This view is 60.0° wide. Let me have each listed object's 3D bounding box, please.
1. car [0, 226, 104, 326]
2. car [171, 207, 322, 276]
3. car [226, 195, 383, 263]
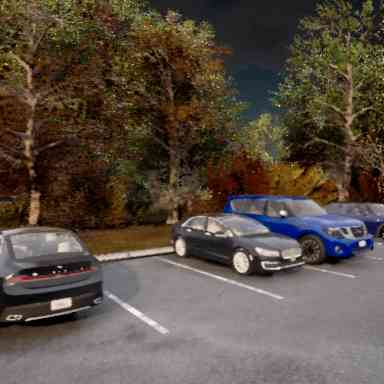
[{"bbox_3d":[-3.433,1.472,7.131,2.231,1.521,4.892,-1,0,-36],"label":"car"},{"bbox_3d":[1.155,1.432,10.422,2.231,1.521,4.892,-1,0,-36],"label":"car"},{"bbox_3d":[3.372,1.159,11.961,2.435,2.045,5.566,-1,0,-36],"label":"car"}]
